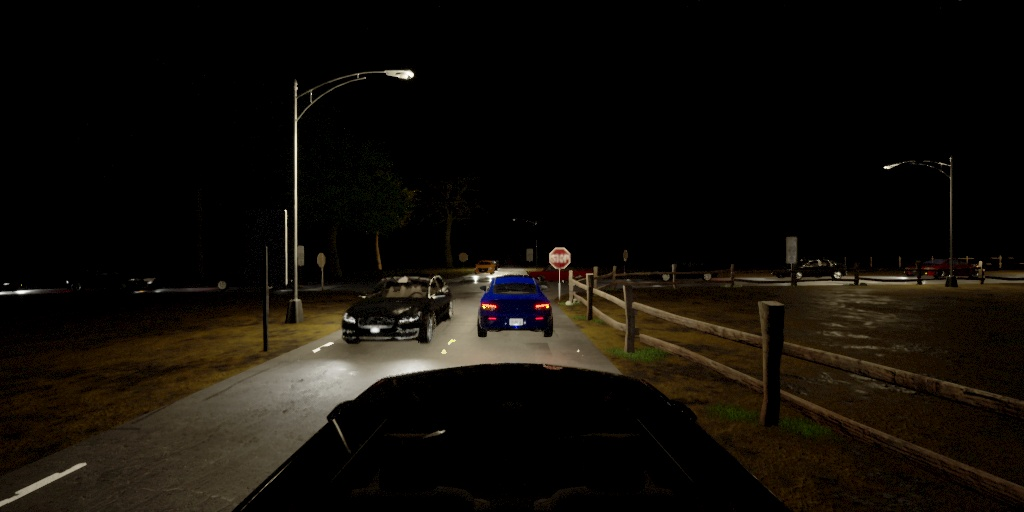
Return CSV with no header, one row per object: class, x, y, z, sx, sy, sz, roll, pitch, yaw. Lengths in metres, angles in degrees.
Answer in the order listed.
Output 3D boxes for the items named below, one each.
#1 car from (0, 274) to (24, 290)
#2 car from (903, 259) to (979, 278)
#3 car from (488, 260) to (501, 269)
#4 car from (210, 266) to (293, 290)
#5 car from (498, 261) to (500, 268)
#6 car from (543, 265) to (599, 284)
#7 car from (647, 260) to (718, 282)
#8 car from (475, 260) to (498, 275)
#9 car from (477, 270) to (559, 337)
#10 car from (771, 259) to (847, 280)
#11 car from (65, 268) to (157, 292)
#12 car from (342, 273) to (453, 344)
car,-36.014,1.732,24.178,4.181,1.385,1.994,-1,1,1
car,32.181,0.917,26.903,4.181,1.385,1.994,-1,1,-1
car,-2.979,1.398,62.291,2.033,1.411,5.357,0,0,0
car,-17.335,1.435,24.136,5.008,1.535,1.882,-1,1,0
car,-2.966,1.352,50.411,2.033,1.411,5.357,0,0,0
car,3.725,1.312,25.710,4.718,1.301,1.895,-1,0,33
car,12.733,1.060,26.920,5.008,1.535,1.882,-1,1,-1
car,-2.978,1.256,39.876,1.882,1.535,5.008,0,0,1
car,0.052,1.277,10.129,1.812,1.442,4.674,0,0,-1
car,22.255,0.975,26.927,4.892,1.490,1.837,-1,1,0
car,-26.837,1.555,24.136,4.902,1.511,2.128,-1,1,0
car,-2.772,1.257,9.665,1.837,1.490,4.892,0,0,0
